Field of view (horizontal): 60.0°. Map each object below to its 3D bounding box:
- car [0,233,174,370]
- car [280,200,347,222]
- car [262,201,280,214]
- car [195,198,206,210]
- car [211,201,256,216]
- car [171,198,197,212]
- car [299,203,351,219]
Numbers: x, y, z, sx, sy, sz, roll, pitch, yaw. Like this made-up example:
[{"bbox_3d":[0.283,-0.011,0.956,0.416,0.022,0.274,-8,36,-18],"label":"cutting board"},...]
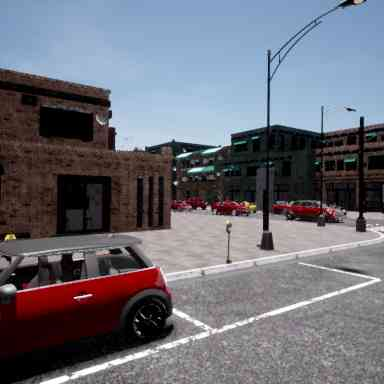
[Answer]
[{"bbox_3d":[-2.383,1.440,4.844,4.097,1.590,1.967,0,1,-36],"label":"car"},{"bbox_3d":[9.901,1.479,27.005,2.097,1.767,4.553,1,-1,-35],"label":"car"},{"bbox_3d":[9.803,1.739,37.239,1.967,1.590,4.097,0,-1,-35],"label":"car"},{"bbox_3d":[0.307,1.772,50.911,2.192,1.841,5.009,0,-1,-35],"label":"car"},{"bbox_3d":[4.073,1.701,35.347,1.882,1.535,5.008,1,-1,-35],"label":"car"},{"bbox_3d":[-1.796,1.848,43.807,1.812,1.442,4.674,1,-1,-35],"label":"car"},{"bbox_3d":[12.967,1.811,32.681,1.947,1.339,4.313,0,-1,-35],"label":"car"}]
